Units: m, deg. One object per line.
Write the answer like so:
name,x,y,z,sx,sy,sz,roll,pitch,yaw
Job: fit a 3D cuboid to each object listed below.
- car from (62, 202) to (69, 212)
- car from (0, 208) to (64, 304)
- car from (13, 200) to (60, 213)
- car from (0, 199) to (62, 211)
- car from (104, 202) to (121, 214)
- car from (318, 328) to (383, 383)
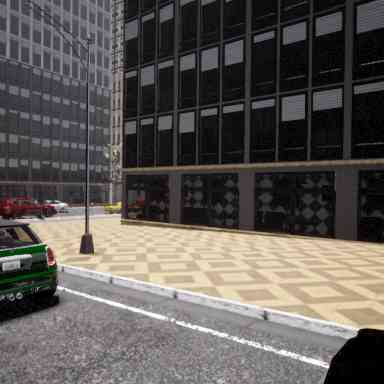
car,-16.381,1.685,37.877,1.812,1.442,4.674,1,1,36
car,-4.988,1.348,7.252,4.553,1.767,2.097,0,0,36
car,-18.394,1.643,39.525,1.752,1.417,4.829,1,0,37
car,-14.914,1.519,30.143,2.192,1.841,5.009,1,0,37
car,-8.099,1.830,39.342,1.752,1.417,4.829,1,0,37
car,3.009,1.601,1.532,4.718,1.301,1.895,0,0,36
